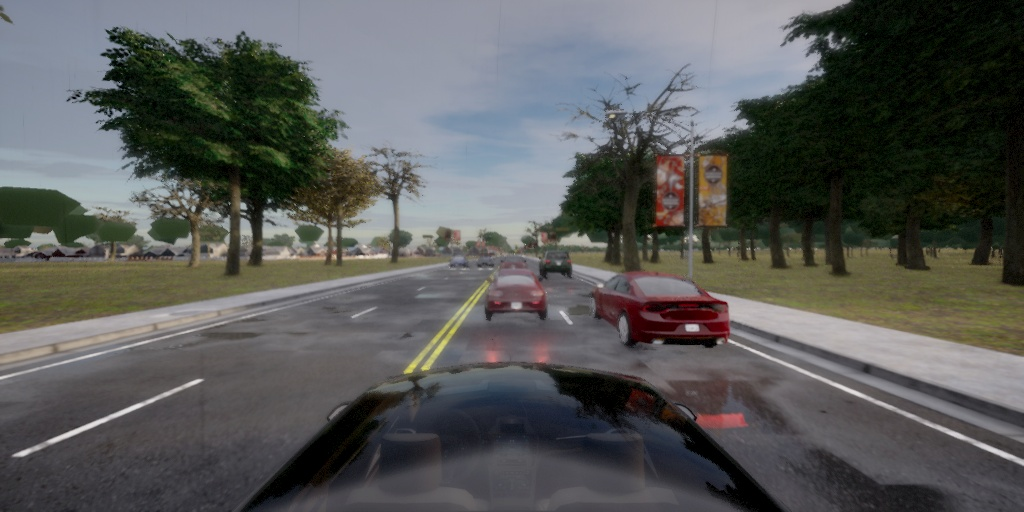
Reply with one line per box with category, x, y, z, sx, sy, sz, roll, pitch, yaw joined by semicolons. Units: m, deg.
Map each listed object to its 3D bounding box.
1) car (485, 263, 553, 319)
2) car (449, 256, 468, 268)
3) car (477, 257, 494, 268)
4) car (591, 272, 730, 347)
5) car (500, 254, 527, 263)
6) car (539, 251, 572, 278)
car;0.097;1.132;11.908;1.812;1.442;4.674;0;1;-1
car;-6.529;0.751;44.655;1.812;1.442;4.674;0;0;0
car;-3.277;0.786;45.055;1.994;1.385;4.181;0;1;0
car;3.324;1.123;9.042;1.882;1.535;5.008;0;1;0
car;0.123;0.741;29.045;2.097;1.767;4.553;0;1;0
car;3.373;0.617;28.381;2.150;2.045;5.566;0;1;0
